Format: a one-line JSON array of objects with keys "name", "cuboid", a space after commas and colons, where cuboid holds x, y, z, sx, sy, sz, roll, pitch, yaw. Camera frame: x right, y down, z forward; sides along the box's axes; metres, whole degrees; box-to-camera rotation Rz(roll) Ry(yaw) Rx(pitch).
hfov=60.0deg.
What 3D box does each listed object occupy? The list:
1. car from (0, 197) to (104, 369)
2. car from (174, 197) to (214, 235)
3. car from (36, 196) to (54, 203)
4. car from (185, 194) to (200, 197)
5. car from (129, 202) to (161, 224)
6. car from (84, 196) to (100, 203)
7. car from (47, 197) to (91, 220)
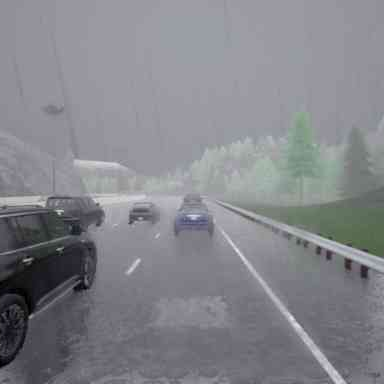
[{"name": "car", "cuboid": [-3.403, 1.222, 5.858, 2.150, 2.045, 5.566, 0, 0, 0]}, {"name": "car", "cuboid": [0.091, 1.353, 19.059, 2.097, 1.767, 4.553, 0, 0, 0]}, {"name": "car", "cuboid": [-31.530, 1.555, 71.546, 1.994, 1.385, 4.181, 0, 0, 0]}, {"name": "car", "cuboid": [0.084, 1.223, 39.146, 2.150, 2.045, 5.566, 0, 0, 0]}, {"name": "car", "cuboid": [-3.411, 1.506, 24.477, 1.837, 1.490, 4.892, 0, 0, 0]}, {"name": "car", "cuboid": [-21.030, 1.555, 70.096, 1.994, 1.385, 4.181, 0, 0, 0]}, {"name": "car", "cuboid": [-10.412, 1.353, 28.574, 2.097, 1.767, 4.553, 0, 0, 0]}]
